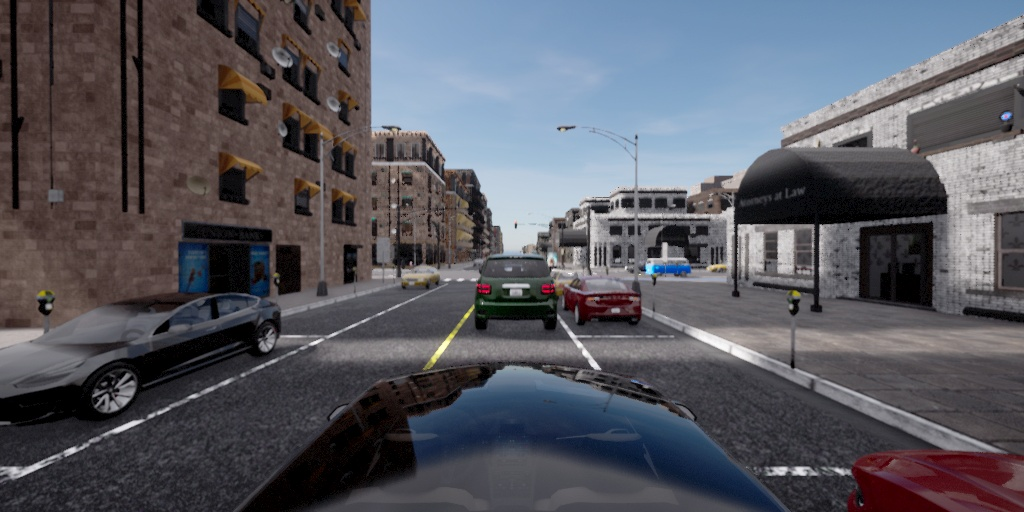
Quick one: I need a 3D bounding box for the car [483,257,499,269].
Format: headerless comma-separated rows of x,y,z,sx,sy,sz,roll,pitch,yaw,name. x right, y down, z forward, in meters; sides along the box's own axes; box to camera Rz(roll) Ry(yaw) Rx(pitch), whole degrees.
-3.069,1.013,52.698,2.097,1.767,4.553,0,0,0,car

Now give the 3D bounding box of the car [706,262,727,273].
25.500,1.232,42.133,4.829,1.417,1.751,0,0,0,car

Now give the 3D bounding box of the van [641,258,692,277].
14.668,1.094,33.677,3.998,1.789,1.690,0,0,0,van

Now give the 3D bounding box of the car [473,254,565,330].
0.101,0.950,11.186,2.150,2.045,5.566,0,0,0,car

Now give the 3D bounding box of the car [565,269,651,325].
2.693,1.273,11.518,1.888,1.381,4.507,0,0,0,car

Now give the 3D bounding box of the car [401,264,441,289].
-5.683,1.231,22.749,1.751,1.417,4.829,0,0,0,car

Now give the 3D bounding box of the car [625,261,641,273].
14.941,1.193,39.476,4.902,1.511,2.128,0,1,-2,car

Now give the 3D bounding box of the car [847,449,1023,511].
2.689,1.299,0.124,1.888,1.381,4.507,0,0,0,car

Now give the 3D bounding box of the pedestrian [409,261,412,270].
-12.614,1.117,44.804,0.500,1.100,0.500,0,0,0,pedestrian

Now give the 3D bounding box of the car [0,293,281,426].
-5.690,1.306,5.830,1.948,1.339,4.313,0,0,0,car

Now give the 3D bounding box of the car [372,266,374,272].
-16.468,1.268,36.041,4.718,1.301,1.895,0,1,-1,car
